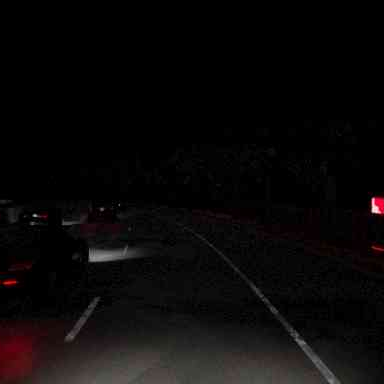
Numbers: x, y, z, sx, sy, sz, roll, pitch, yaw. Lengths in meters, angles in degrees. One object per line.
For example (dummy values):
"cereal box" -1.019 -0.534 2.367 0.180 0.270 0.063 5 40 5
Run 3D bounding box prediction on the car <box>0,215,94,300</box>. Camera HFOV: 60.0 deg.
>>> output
"car" -3.929 1.529 8.188 1.812 1.442 4.674 0 0 -4

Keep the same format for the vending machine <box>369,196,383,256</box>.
"vending machine" 7.227 1.193 12.073 1.100 2.100 0.880 0 0 -6

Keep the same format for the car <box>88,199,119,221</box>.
"car" -7.415 1.387 27.333 2.097 1.767 4.553 0 0 -15

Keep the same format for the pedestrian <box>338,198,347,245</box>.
"pedestrian" 5.920 1.140 13.223 0.375 1.860 0.375 -1 0 -7

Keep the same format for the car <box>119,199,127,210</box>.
"car" -10.120 1.636 44.562 1.994 1.385 4.181 0 0 -24

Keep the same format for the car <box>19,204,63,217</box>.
"car" -9.412 1.533 20.902 1.837 1.490 4.892 0 0 -12

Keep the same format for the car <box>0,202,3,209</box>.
"car" -21.932 1.612 36.407 1.837 1.490 4.892 0 0 -24
